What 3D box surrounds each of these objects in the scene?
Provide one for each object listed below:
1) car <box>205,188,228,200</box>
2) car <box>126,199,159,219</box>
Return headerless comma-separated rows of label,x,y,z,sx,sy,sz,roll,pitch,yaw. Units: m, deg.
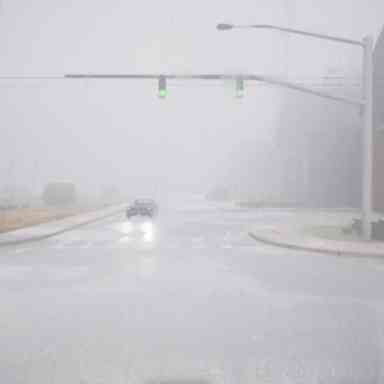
car,3.988,0.310,53.651,1.905,1.878,3.866,-9,5,-42
car,-3.662,1.204,25.052,1.895,1.301,4.718,0,1,0
